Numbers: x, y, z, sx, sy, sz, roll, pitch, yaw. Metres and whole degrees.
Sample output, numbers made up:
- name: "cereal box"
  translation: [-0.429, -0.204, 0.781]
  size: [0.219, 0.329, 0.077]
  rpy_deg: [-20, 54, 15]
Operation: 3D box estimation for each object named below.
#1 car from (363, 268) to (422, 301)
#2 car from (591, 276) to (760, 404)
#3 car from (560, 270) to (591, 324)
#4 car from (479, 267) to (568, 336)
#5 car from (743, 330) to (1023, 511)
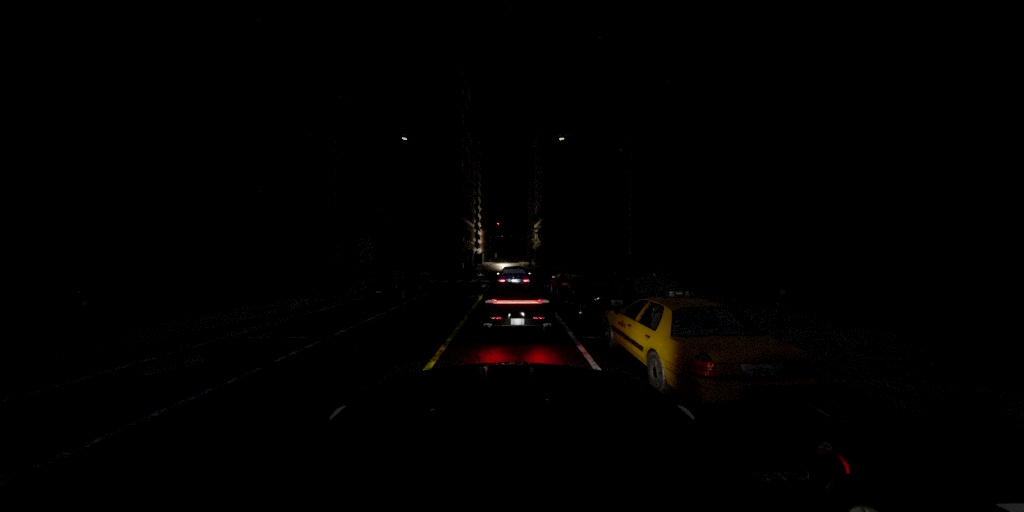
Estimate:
- name: "car"
  translation: [-5.661, 1.289, 17.430]
  size: [1.888, 1.381, 4.507]
  rpy_deg: [0, 0, 0]
- name: "car"
  translation: [2.877, 1.274, 6.425]
  size: [1.751, 1.417, 4.829]
  rpy_deg: [0, 0, 0]
- name: "car"
  translation: [2.880, 1.312, 11.841]
  size: [1.948, 1.339, 4.313]
  rpy_deg: [0, 0, 0]
- name: "car"
  translation: [0.108, 1.239, 10.367]
  size: [2.128, 1.511, 4.902]
  rpy_deg: [0, 0, 0]
- name: "car"
  translation: [2.872, 1.301, 0.669]
  size: [2.007, 1.370, 4.403]
  rpy_deg: [0, 0, 0]
